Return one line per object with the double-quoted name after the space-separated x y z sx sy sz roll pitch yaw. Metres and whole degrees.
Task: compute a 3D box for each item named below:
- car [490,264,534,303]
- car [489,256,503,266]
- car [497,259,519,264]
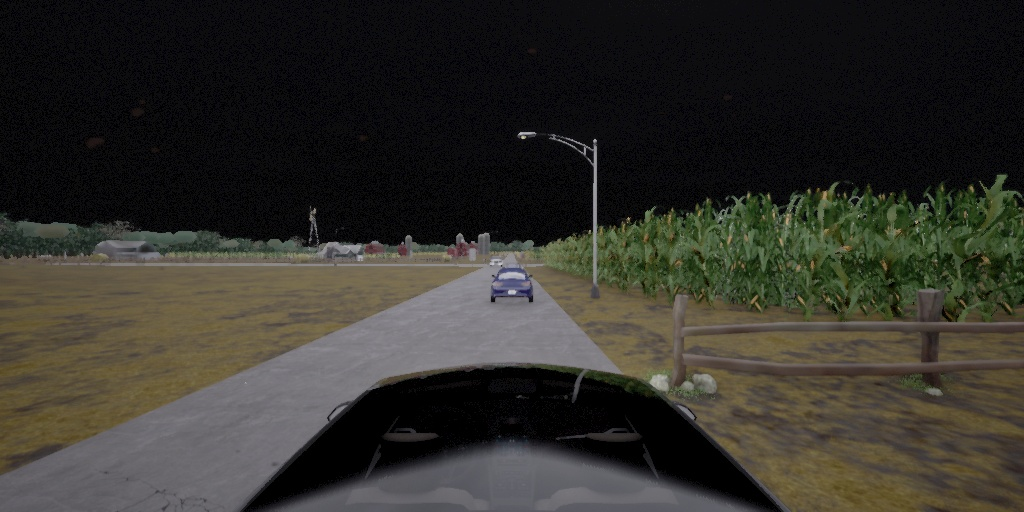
0.000 1.270 16.503 1.812 1.442 4.674 0 0 0 "car"
-2.749 0.995 63.479 2.150 2.045 5.566 0 0 0 "car"
0.001 1.278 31.505 2.033 1.411 5.357 0 0 0 "car"
